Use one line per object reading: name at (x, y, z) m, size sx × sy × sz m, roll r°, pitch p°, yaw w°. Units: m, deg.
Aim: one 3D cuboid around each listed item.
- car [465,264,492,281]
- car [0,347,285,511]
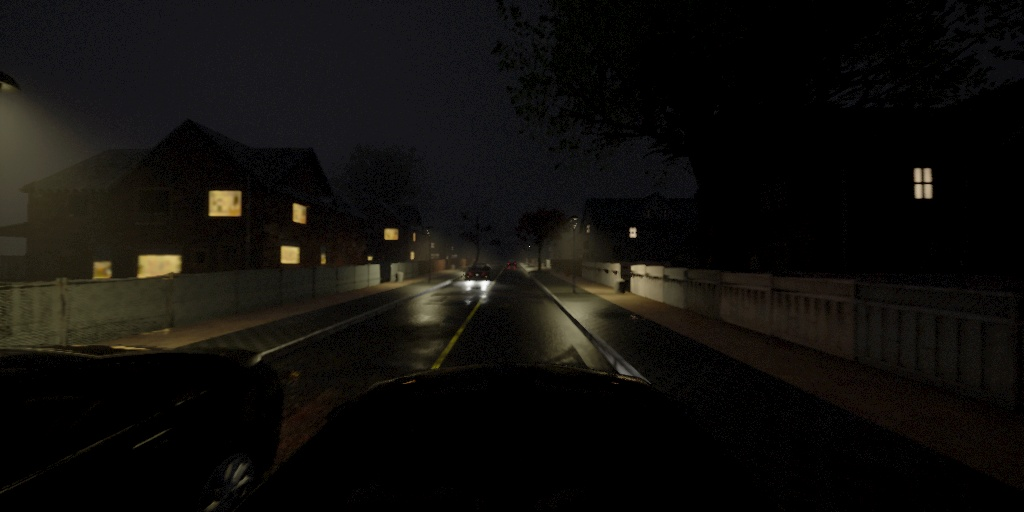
car at (-2.771, 1.339, 30.552) m, size 1.994 × 1.385 × 4.181 m, roll 0°, pitch 0°, yaw 0°
car at (-2.844, 1.254, 1.066) m, size 1.837 × 1.490 × 4.892 m, roll 0°, pitch 0°, yaw 0°
